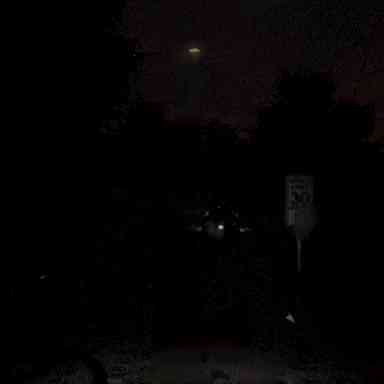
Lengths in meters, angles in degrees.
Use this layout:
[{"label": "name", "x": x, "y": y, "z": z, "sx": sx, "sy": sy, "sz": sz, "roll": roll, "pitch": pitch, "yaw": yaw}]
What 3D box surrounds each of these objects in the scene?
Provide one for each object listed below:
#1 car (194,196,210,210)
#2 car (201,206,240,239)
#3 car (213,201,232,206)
[{"label": "car", "x": 1.628, "y": 1.630, "z": 51.082, "sx": 2.150, "sy": 2.045, "sz": 5.566, "roll": 0, "pitch": -1, "yaw": 6}, {"label": "car", "x": 1.571, "y": 1.692, "z": 18.152, "sx": 1.994, "sy": 1.385, "sz": 4.181, "roll": 0, "pitch": 0, "yaw": 5}, {"label": "car", "x": 3.357, "y": 1.790, "z": 36.760, "sx": 1.837, "sy": 1.490, "sz": 4.892, "roll": 0, "pitch": -1, "yaw": 6}]
